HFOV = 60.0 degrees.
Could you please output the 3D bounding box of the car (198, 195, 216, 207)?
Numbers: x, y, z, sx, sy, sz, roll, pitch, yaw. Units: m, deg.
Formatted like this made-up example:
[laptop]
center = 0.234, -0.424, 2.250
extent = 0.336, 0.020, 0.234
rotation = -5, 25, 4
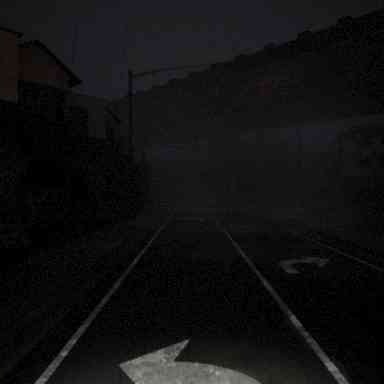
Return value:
[car]
center = 1.881, 1.110, 42.266
extent = 1.882, 1.535, 5.008
rotation = 1, 0, -3
